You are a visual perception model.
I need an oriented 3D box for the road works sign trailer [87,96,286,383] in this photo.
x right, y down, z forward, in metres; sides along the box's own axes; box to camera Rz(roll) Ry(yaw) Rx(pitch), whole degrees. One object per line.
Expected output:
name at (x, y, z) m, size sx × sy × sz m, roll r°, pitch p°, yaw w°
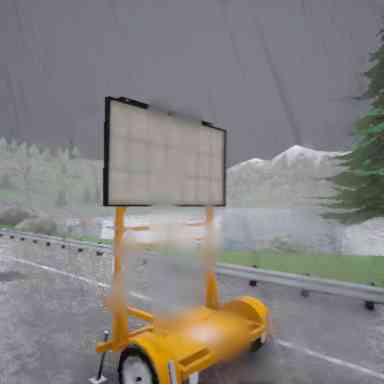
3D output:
road works sign trailer at (-0.429, 0.616, 4.924) m, size 2.880 × 3.560 × 2.380 m, roll -1°, pitch -2°, yaw 41°
